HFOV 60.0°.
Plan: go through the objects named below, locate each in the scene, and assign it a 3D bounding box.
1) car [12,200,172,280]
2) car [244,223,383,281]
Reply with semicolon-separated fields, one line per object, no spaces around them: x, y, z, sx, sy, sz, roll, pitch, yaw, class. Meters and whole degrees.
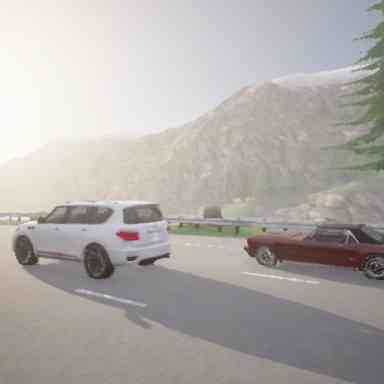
-3.226;1.281;10.360;5.566;2.045;2.150;-1;0;33;car
3.965;1.573;9.751;4.718;1.301;1.895;-1;0;34;car
